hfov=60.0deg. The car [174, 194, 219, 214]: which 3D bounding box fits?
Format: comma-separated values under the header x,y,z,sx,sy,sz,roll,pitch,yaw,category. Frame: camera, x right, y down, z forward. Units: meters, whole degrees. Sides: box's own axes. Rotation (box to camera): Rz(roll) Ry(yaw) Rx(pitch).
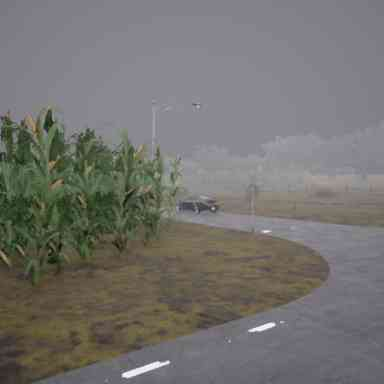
x,y,z,sx,sy,sz,roll,pitch,yaw,category
0.291,0.975,27.836,1.837,1.490,4.892,-1,2,-34,car
